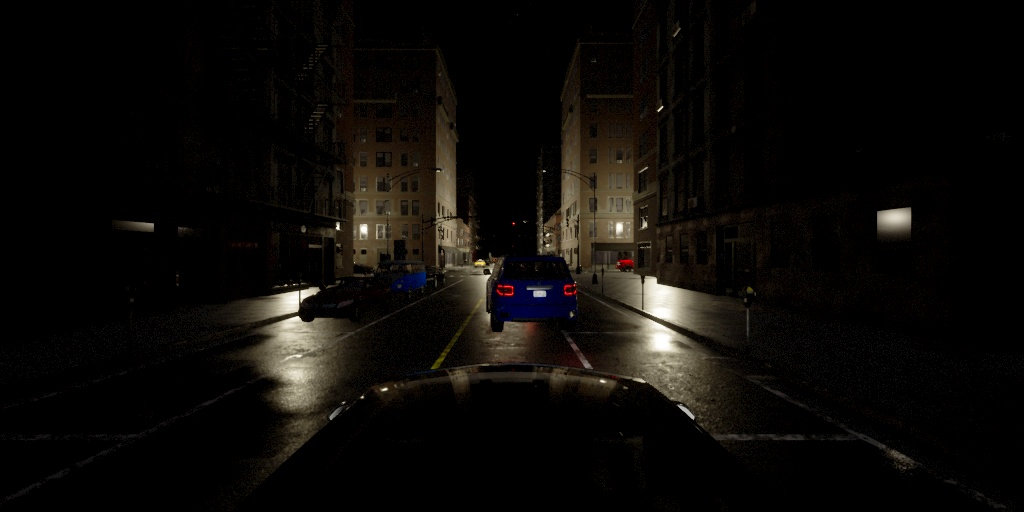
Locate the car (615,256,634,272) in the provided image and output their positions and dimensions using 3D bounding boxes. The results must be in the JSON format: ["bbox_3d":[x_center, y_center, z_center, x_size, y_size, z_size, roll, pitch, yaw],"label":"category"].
[{"bbox_3d":[15.321,0.887,43.022,5.566,2.045,2.150,0,0,0],"label":"car"}]

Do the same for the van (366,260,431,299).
[{"bbox_3d":[-5.397,1.094,17.560,1.690,1.789,3.998,0,0,0],"label":"van"}]

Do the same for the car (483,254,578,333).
[{"bbox_3d":[0.357,0.973,10.998,2.150,2.045,5.566,0,0,-6],"label":"car"}]

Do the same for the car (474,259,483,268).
[{"bbox_3d":[-5.405,1.287,60.760,1.751,1.417,4.829,0,0,0],"label":"car"}]

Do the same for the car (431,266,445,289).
[{"bbox_3d":[-5.397,1.304,22.966,2.007,1.370,4.403,0,0,0],"label":"car"}]

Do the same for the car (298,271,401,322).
[{"bbox_3d":[-5.397,1.334,12.154,1.802,1.307,4.207,0,0,0],"label":"car"}]

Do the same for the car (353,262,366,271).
[{"bbox_3d":[-17.602,1.411,40.010,4.181,1.385,1.994,0,0,0],"label":"car"}]
